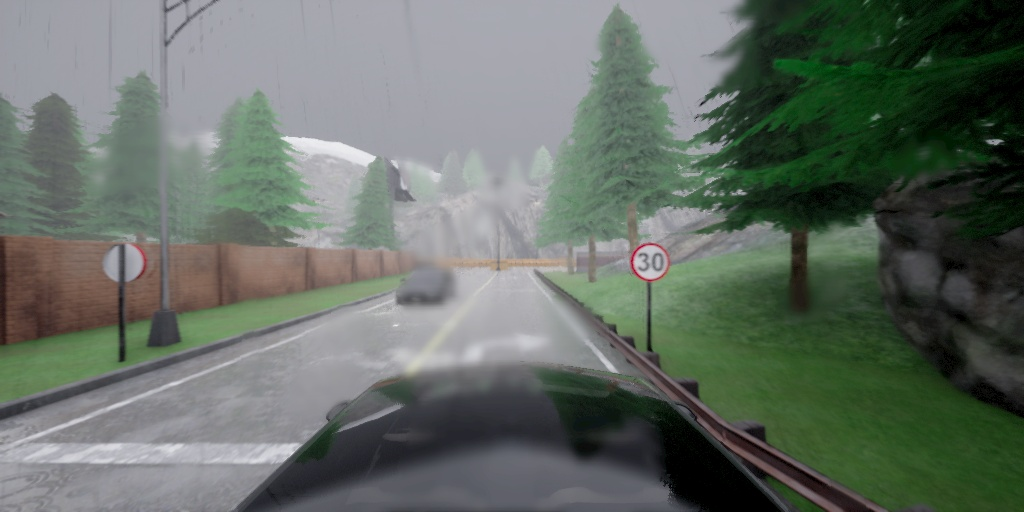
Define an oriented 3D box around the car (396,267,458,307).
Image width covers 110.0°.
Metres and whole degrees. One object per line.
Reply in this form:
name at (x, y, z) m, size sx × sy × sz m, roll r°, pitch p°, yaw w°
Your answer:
car at (-3.492, 1.274, 15.528) m, size 1.837 × 1.490 × 4.892 m, roll 0°, pitch 2°, yaw 0°
